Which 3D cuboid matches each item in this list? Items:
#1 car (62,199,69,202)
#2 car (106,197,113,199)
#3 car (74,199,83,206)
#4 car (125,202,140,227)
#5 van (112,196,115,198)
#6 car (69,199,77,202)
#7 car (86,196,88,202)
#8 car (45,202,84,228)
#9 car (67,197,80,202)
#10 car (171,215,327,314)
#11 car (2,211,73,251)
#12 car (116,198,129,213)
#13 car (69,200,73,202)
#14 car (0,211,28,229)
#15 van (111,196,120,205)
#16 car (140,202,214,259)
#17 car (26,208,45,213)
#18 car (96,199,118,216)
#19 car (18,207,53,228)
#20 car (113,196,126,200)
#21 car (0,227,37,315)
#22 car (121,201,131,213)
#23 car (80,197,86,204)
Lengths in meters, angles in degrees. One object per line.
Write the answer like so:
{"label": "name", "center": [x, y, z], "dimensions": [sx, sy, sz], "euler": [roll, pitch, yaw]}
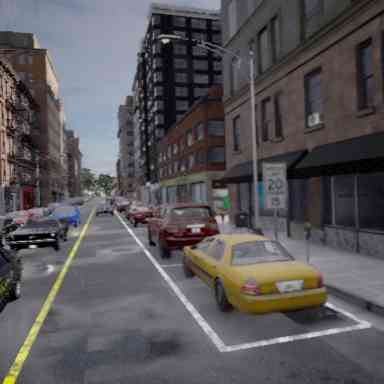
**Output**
{"label": "car", "center": [-15.669, 1.948, 38.173], "dimensions": [1.967, 1.590, 4.097], "euler": [-2, 0, -15]}
{"label": "car", "center": [-12.870, 1.923, 48.560], "dimensions": [1.812, 1.442, 4.674], "euler": [-2, 0, -15]}
{"label": "car", "center": [-26.035, 2.346, 76.367], "dimensions": [1.752, 1.417, 4.829], "euler": [-2, 0, -15]}
{"label": "car", "center": [-3.458, 1.642, 23.830], "dimensions": [1.887, 1.381, 4.507], "euler": [-2, 0, -15]}
{"label": "van", "center": [-10.899, 1.666, 51.233], "dimensions": [1.690, 1.788, 3.998], "euler": [-2, 0, -15]}
{"label": "car", "center": [-18.640, 2.165, 49.133], "dimensions": [1.947, 1.339, 4.313], "euler": [-2, 0, -15]}
{"label": "car", "center": [-27.575, 2.181, 82.012], "dimensions": [2.192, 1.841, 5.009], "euler": [-2, 0, -15]}
{"label": "car", "center": [-9.397, 1.782, 24.827], "dimensions": [1.882, 1.535, 5.008], "euler": [-2, 0, -15]}
{"label": "car", "center": [-20.136, 1.959, 54.612], "dimensions": [2.192, 1.841, 5.009], "euler": [-2, 0, -15]}
{"label": "car", "center": [0.958, 1.484, 7.552], "dimensions": [1.752, 1.417, 4.829], "euler": [-2, 0, -15]}
{"label": "car", "center": [-6.753, 1.823, 15.037], "dimensions": [1.895, 1.301, 4.718], "euler": [-2, 0, -15]}
{"label": "car", "center": [-7.919, 1.779, 40.272], "dimensions": [1.887, 1.381, 4.507], "euler": [-2, 0, -15]}
{"label": "car", "center": [-17.152, 2.135, 43.653], "dimensions": [1.802, 1.307, 4.206], "euler": [-2, 0, -15]}
{"label": "car", "center": [-9.714, 1.890, 16.254], "dimensions": [1.947, 1.339, 4.313], "euler": [-2, 0, -15]}
{"label": "van", "center": [-16.847, 1.845, 73.155], "dimensions": [1.690, 1.788, 3.998], "euler": [-2, 0, -15]}
{"label": "car", "center": [-0.492, 1.320, 12.869], "dimensions": [2.192, 1.841, 5.009], "euler": [-2, 0, -15]}
{"label": "car", "center": [-11.203, 1.915, 21.733], "dimensions": [1.887, 1.381, 4.507], "euler": [-2, 0, -15]}
{"label": "car", "center": [-9.549, 1.844, 36.424], "dimensions": [2.033, 1.411, 5.357], "euler": [-2, 0, -15]}
{"label": "car", "center": [-12.689, 1.999, 27.214], "dimensions": [1.802, 1.307, 4.206], "euler": [-2, 0, -15]}
{"label": "car", "center": [-9.409, 1.720, 45.752], "dimensions": [1.967, 1.590, 4.097], "euler": [-2, 0, -15]}
{"label": "car", "center": [-4.288, 1.692, 5.815], "dimensions": [2.033, 1.411, 5.357], "euler": [-2, 0, -18]}
{"label": "car", "center": [-4.944, 1.725, 29.310], "dimensions": [1.802, 1.307, 4.206], "euler": [-2, 0, -15]}
{"label": "car", "center": [-24.600, 2.093, 71.052], "dimensions": [2.192, 1.841, 5.009], "euler": [-2, 0, -15]}
